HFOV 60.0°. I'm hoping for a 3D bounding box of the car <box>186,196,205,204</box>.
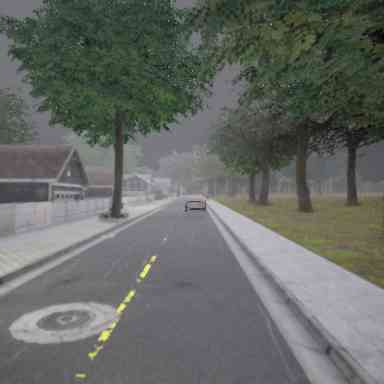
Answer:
[{"bbox_3d":[0.281,1.015,28.980,2.163,1.488,4.792,0,0,1],"label":"car"}]
